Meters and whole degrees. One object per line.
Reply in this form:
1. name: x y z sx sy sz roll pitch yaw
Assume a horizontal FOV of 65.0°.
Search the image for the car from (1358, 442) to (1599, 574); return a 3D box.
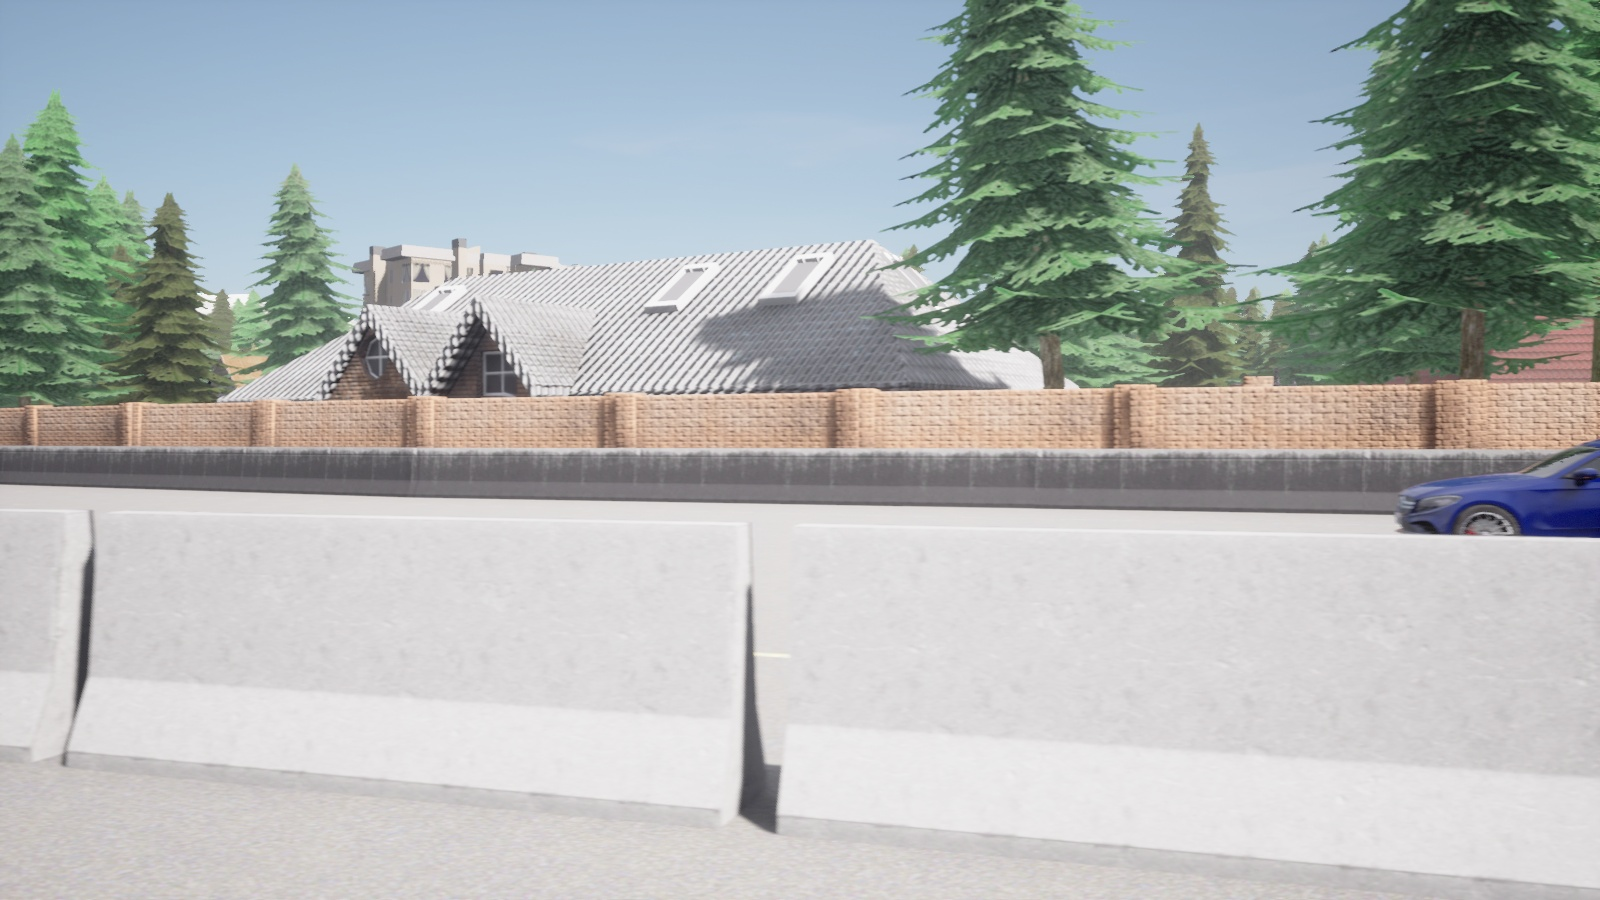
1. car: 9.299 0.655 14.900 4.674 1.442 1.812 0 1 16
